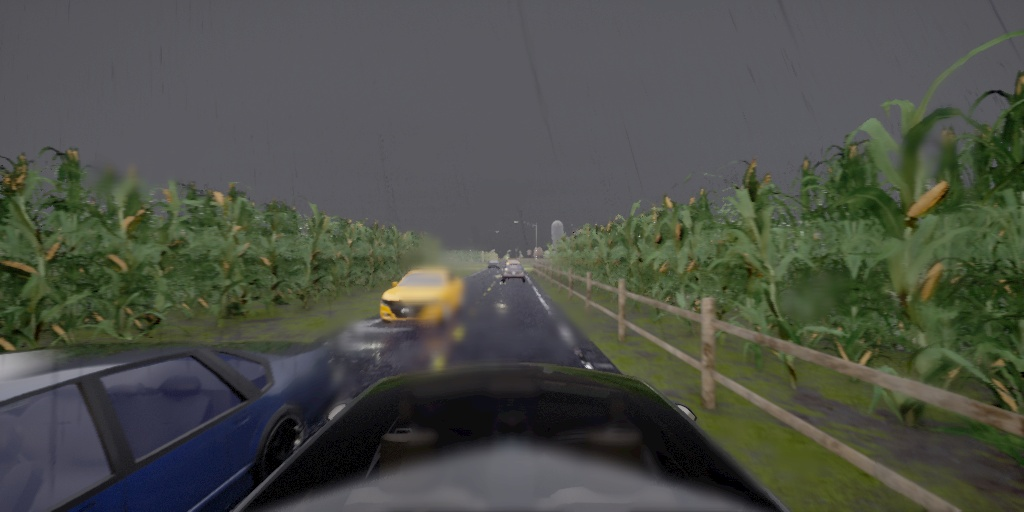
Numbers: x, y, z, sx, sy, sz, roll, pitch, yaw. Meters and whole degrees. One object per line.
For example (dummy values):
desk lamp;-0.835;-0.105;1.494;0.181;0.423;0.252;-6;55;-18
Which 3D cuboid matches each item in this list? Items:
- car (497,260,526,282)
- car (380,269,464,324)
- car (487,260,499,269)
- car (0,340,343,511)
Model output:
car;0.128;1.302;28.765;2.033;1.411;5.357;0;0;0
car;-2.833;1.224;12.230;1.882;1.535;5.008;0;0;0
car;-2.736;1.329;55.569;2.033;1.411;5.357;0;0;1
car;-2.853;1.296;1.766;2.033;1.411;5.357;0;0;0
